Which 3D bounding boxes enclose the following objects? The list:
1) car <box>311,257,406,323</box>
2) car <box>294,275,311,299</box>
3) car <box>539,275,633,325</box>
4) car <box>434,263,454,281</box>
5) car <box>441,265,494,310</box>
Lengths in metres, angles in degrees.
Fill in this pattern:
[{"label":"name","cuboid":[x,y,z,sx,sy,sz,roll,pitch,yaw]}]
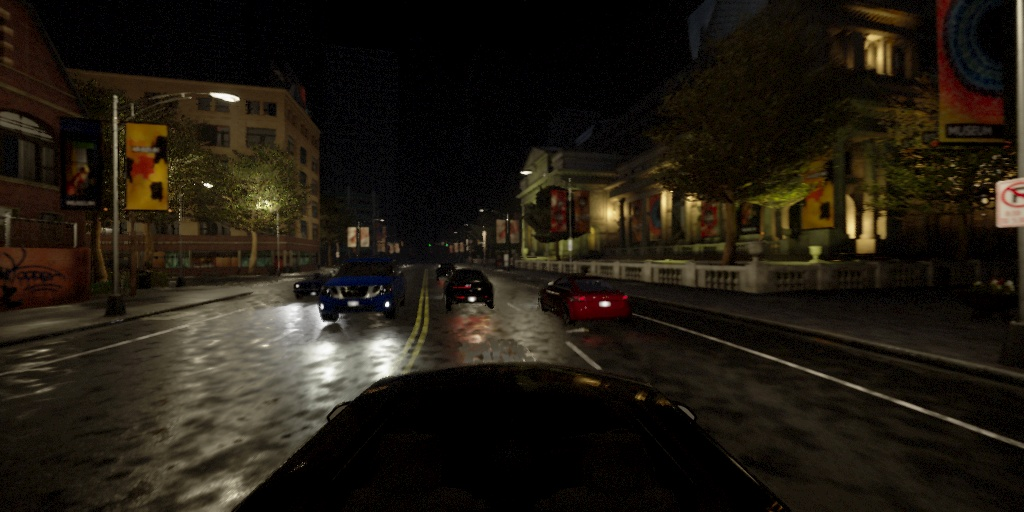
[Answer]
[{"label":"car","cuboid":[-5.159,1.055,13.144,2.150,2.045,5.566,0,0,-12]},{"label":"car","cuboid":[-10.158,1.530,19.586,1.895,1.301,4.718,-1,0,-13]},{"label":"car","cuboid":[2.241,1.319,11.966,1.994,1.385,4.181,-1,0,-10]},{"label":"car","cuboid":[-6.051,1.398,33.083,1.837,1.490,4.892,-1,0,-13]},{"label":"car","cuboid":[-1.937,1.310,15.227,1.837,1.490,4.892,0,0,-12]}]
